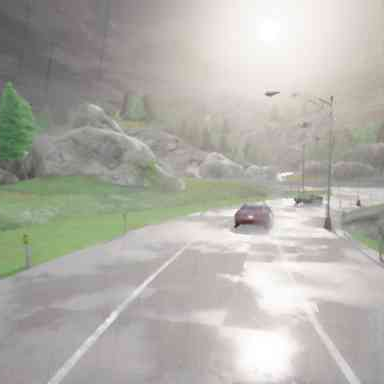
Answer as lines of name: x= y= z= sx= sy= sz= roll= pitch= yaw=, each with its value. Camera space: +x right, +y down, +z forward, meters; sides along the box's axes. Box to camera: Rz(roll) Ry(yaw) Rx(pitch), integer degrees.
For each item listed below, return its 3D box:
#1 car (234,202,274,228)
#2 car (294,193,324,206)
car: x=3.833 y=1.285 z=20.127 sx=1.994 sy=1.385 sz=4.181 roll=2 pitch=2 yaw=18
car: x=13.098 y=0.753 z=37.090 sx=1.895 sy=1.301 sz=4.718 roll=3 pitch=4 yaw=39
